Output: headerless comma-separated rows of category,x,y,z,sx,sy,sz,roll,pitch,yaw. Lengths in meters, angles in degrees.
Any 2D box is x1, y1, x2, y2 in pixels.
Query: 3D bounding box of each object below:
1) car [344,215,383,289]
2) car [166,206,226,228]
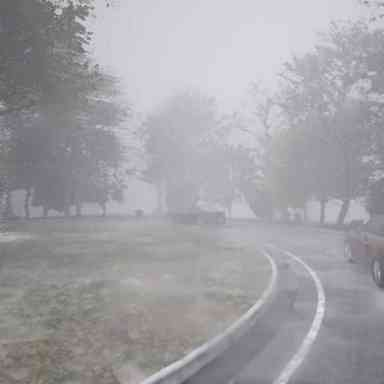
car,5.778,1.406,9.264,2.097,1.767,4.553,-1,-1,13
car,0.169,1.752,24.533,5.008,1.535,1.882,-1,-1,42
